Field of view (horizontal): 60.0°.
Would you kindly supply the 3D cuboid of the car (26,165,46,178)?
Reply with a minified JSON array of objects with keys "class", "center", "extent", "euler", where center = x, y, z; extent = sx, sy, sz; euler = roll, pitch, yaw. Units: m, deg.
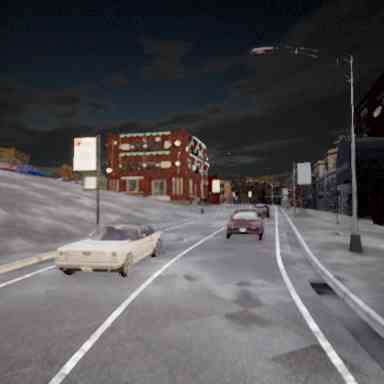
[{"class":"car","center":[-22.016,-2.468,45.076],"extent":[2.435,2.045,5.566],"euler":[0,-3,3]}]

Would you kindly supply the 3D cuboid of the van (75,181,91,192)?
[{"class":"van","center":[-21.964,-1.115,67.294],"extent":[1.878,1.987,4.442],"euler":[0,-4,-1]}]

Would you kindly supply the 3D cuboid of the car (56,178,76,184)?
[{"class":"car","center":[-21.790,-1.563,56.087],"extent":[2.002,1.452,4.674],"euler":[0,-3,0]}]

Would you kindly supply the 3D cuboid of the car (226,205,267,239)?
[{"class":"car","center":[2.958,1.658,18.099],"extent":[1.812,1.442,4.674],"euler":[-1,-1,13]}]

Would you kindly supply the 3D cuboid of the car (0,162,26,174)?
[{"class":"car","center":[-22.326,-2.619,39.475],"extent":[2.185,1.767,4.553],"euler":[0,-3,4]}]

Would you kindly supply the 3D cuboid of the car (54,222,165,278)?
[{"class":"car","center":[-2.326,1.671,10.616],"extent":[1.895,1.301,4.718],"euler":[0,-1,10]}]

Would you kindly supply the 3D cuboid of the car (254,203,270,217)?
[{"class":"car","center":[7.922,2.040,38.219],"extent":[2.128,1.511,4.902],"euler":[-1,-1,14]}]

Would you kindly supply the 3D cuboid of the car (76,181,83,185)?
[{"class":"car","center":[-21.834,-1.222,61.619],"extent":[2.002,1.452,4.674],"euler":[0,-4,-1]}]
